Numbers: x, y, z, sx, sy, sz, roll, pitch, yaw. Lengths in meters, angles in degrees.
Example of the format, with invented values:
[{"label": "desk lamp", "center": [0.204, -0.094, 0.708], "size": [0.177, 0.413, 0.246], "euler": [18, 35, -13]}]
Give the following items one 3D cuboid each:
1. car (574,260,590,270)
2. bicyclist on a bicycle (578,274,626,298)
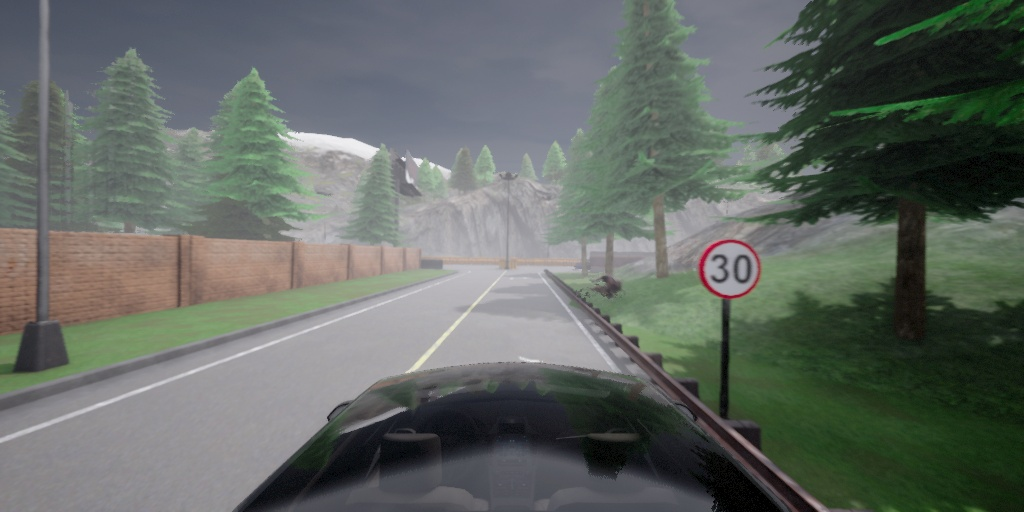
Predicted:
[{"label": "car", "center": [10.618, 1.139, 45.554], "size": [5.357, 1.411, 2.033], "euler": [1, 0, 4]}, {"label": "bicyclist on a bicycle", "center": [3.114, 1.071, 12.052], "size": [1.656, 0.582, 1.620], "euler": [2, -30, 1]}]
